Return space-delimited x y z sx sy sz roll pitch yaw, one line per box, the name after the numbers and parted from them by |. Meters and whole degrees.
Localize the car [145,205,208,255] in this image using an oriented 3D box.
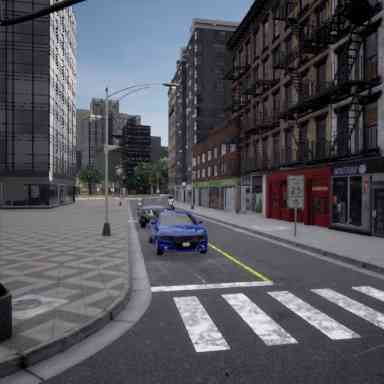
-0.720 1.534 13.834 1.882 1.535 5.008 0 0 -12 | car

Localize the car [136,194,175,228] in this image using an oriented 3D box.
-2.620 1.311 23.559 2.150 2.045 5.566 0 0 -11 | car

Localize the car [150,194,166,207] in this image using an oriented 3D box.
-5.724 1.357 55.965 2.150 2.045 5.566 0 0 -11 | car

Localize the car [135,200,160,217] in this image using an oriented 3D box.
-4.581 1.607 33.596 2.128 1.511 4.902 0 0 -11 | car

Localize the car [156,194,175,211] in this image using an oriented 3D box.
-3.712 1.366 45.693 2.150 2.045 5.566 0 0 -10 | car
